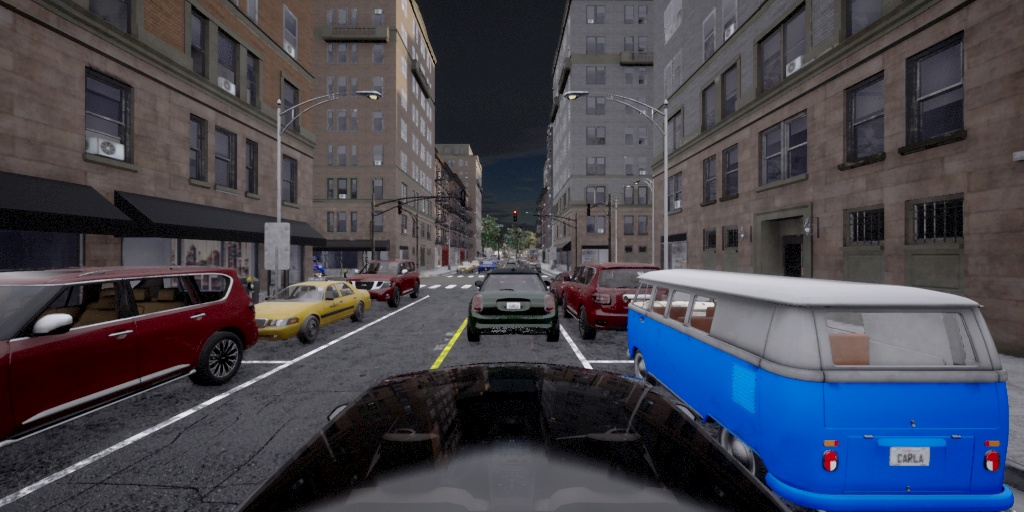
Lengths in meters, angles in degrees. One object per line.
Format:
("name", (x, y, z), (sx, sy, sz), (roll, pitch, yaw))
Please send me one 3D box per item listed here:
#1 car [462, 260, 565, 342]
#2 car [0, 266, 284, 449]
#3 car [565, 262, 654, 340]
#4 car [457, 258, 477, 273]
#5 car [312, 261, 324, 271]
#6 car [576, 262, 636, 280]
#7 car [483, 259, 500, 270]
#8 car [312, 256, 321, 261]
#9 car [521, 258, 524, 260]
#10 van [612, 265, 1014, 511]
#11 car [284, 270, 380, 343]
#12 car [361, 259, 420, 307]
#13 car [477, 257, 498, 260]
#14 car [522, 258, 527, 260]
("car", (0.017, 1.102, 9.940), (2.097, 1.767, 4.553), (0, 0, 0))
("car", (-5.403, 1.065, 4.212), (2.192, 1.841, 5.009), (0, 0, 0))
("car", (2.621, 1.065, 9.905), (2.192, 1.841, 5.009), (0, 0, 0))
("car", (-5.501, 1.274, 42.405), (1.751, 1.417, 4.829), (0, 0, 0))
("car", (-17.173, 1.343, 27.707), (4.674, 1.442, 1.812), (0, 0, 0))
("car", (8.010, 1.232, 30.743), (4.674, 1.442, 1.812), (0, 0, 0))
("car", (-2.949, 1.241, 52.791), (2.128, 1.511, 4.902), (0, 0, 0))
("car", (-19.042, 1.052, 30.650), (5.566, 2.045, 2.150), (0, 0, 0))
("car", (2.541, 1.294, 48.074), (1.888, 1.381, 4.507), (0, 0, 0))
("van", (2.633, 1.091, 4.226), (1.690, 1.789, 3.998), (0, 0, 0))
("car", (-5.416, 1.275, 9.719), (1.751, 1.417, 4.829), (0, 0, 0))
("car", (-5.429, 1.064, 15.568), (2.192, 1.841, 5.009), (0, 0, 0))
("car", (-2.930, 1.227, 42.824), (1.882, 1.535, 5.008), (0, 0, 0))
("car", (2.552, 1.300, 42.593), (2.007, 1.370, 4.403), (0, 0, 0))
